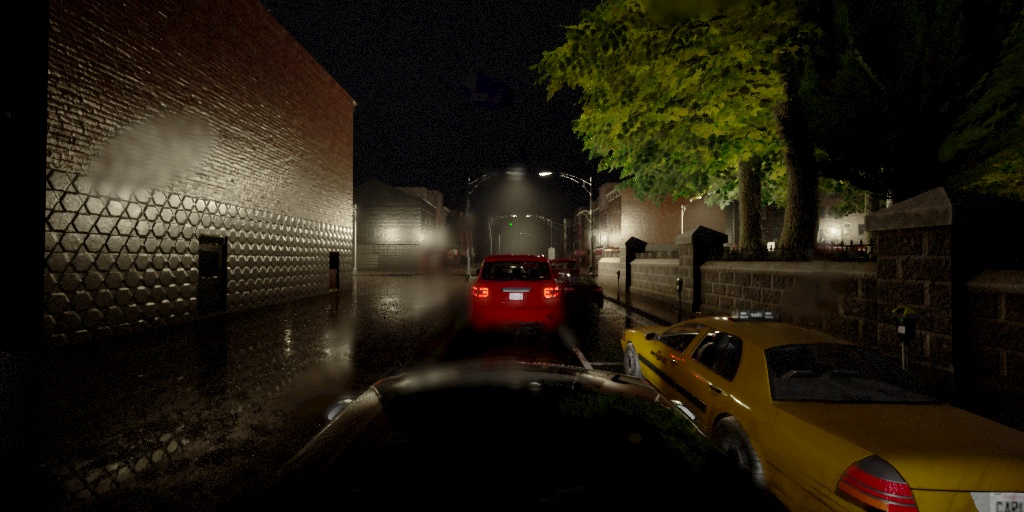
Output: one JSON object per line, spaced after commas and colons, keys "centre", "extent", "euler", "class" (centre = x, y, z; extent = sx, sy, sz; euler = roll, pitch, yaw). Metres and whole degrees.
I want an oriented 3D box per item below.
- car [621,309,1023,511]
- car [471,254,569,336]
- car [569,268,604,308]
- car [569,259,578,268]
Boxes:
{"centre": [2.637, 1.276, 4.189], "extent": [1.751, 1.417, 4.829], "euler": [0, 0, 0], "class": "car"}
{"centre": [0.096, 0.974, 10.504], "extent": [2.150, 2.045, 5.566], "euler": [0, 0, 0], "class": "car"}
{"centre": [2.632, 1.338, 14.917], "extent": [1.802, 1.307, 4.207], "euler": [0, 0, 0], "class": "car"}
{"centre": [2.630, 1.076, 20.366], "extent": [2.192, 1.841, 5.009], "euler": [0, 0, 0], "class": "car"}
